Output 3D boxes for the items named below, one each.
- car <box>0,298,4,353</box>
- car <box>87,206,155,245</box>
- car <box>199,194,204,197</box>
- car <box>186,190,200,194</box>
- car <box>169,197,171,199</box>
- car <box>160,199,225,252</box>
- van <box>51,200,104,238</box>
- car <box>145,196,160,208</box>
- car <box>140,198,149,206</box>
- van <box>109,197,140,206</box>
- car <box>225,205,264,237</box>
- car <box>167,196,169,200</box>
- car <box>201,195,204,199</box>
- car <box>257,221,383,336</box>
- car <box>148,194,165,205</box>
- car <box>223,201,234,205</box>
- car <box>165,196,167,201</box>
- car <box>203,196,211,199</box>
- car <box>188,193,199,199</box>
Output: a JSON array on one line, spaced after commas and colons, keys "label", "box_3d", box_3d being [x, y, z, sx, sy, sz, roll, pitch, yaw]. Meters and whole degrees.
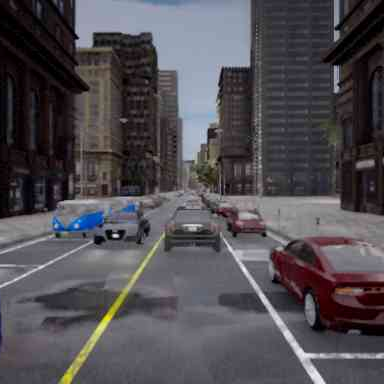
[{"label": "car", "box_3d": [-3.100, 1.471, 1.761, 1.882, 1.535, 5.008, 0, 0, 0]}, {"label": "car", "box_3d": [-3.057, 1.550, 15.270, 1.994, 1.385, 4.181, 0, 0, 0]}, {"label": "car", "box_3d": [2.886, 1.511, 66.134, 1.947, 1.339, 4.313, 0, 0, 0]}, {"label": "car", "box_3d": [0.147, 1.083, 80.620, 2.150, 2.045, 5.566, 0, 0, 0]}, {"label": "car", "box_3d": [-5.626, 1.489, 73.521, 1.802, 1.307, 4.206, 0, 0, 0]}, {"label": "car", "box_3d": [0.024, 1.343, 14.082, 2.097, 1.767, 4.553, 0, 0, 0]}, {"label": "van", "box_3d": [-5.732, 1.323, 17.086, 1.690, 1.788, 3.998, 0, 0, 0]}, {"label": "car", "box_3d": [-5.684, 1.554, 43.590, 1.802, 1.307, 4.206, 0, 0, 0]}, {"label": "car", "box_3d": [-5.703, 1.558, 32.988, 1.802, 1.307, 4.206, 0, 0, 0]}, {"label": "van", "box_3d": [-5.712, 1.319, 27.687, 1.690, 1.788, 3.998, 0, 0, 0]}, {"label": "car", "box_3d": [2.793, 1.576, 17.536, 1.802, 1.307, 4.206, 0, 0, 0]}, {"label": "car", "box_3d": [-7.374, 1.313, 67.599, 4.403, 1.369, 2.008, -1, 1, -9]}, {"label": "car", "box_3d": [2.865, 1.553, 55.332, 1.802, 1.307, 4.206, 0, 0, 0]}, {"label": "car", "box_3d": [2.773, 1.544, 6.738, 1.887, 1.381, 4.507, 0, 0, 0]}, {"label": "car", "box_3d": [-5.673, 1.283, 48.890, 2.192, 1.841, 5.009, 0, 0, 0]}, {"label": "car", "box_3d": [2.813, 1.536, 28.334, 1.887, 1.381, 4.507, 0, 0, 0]}, {"label": "car", "box_3d": [-5.662, 1.400, 54.192, 1.967, 1.590, 4.097, 0, 0, 0]}, {"label": "car", "box_3d": [2.844, 1.550, 44.533, 1.947, 1.339, 4.313, 0, 0, 0]}, {"label": "car", "box_3d": [0.128, 1.514, 70.445, 1.895, 1.301, 4.718, 0, 0, 0]}]
